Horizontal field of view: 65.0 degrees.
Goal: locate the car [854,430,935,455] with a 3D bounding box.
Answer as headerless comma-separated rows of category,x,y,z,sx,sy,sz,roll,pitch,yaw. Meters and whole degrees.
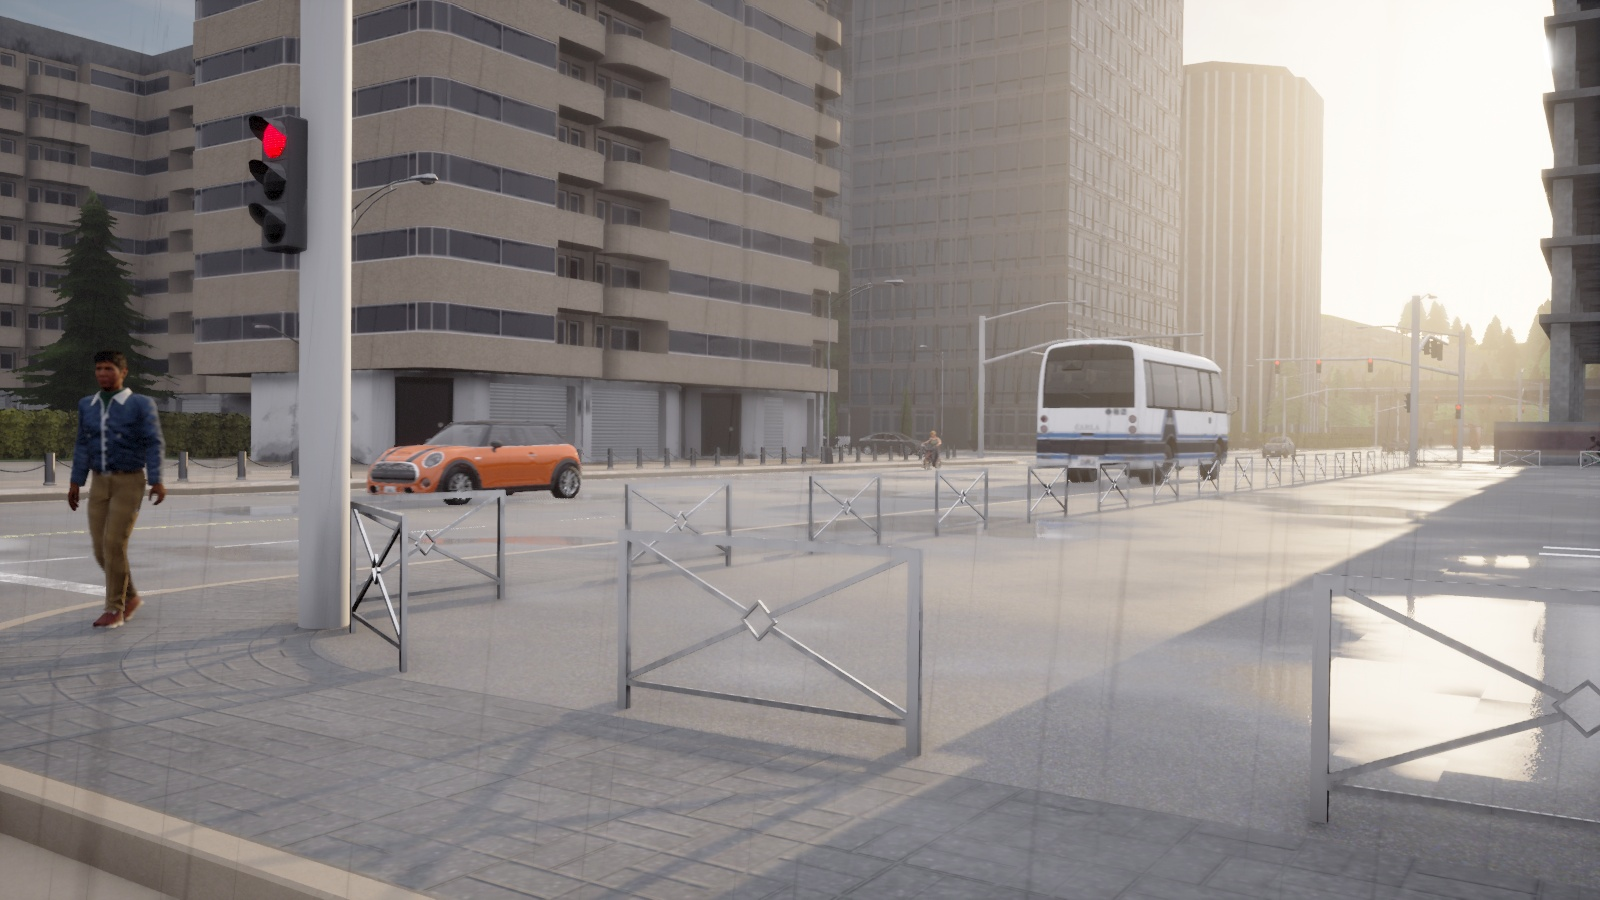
car,6.068,-0.474,80.617,4.892,1.490,1.837,0,1,33

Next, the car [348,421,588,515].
car,-6.725,0.296,25.949,2.097,1.767,4.553,0,1,33

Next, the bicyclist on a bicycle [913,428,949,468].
bicyclist on a bicycle,5.346,-0.079,51.129,0.866,1.612,1.509,0,1,33

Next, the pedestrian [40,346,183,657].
pedestrian,-4.513,0.318,8.273,0.423,1.949,0.788,0,1,7

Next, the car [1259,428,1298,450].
car,33.980,-0.779,89.108,1.845,1.501,3.633,0,1,33

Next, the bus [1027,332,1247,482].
bus,11.281,-1.307,40.966,3.944,4.253,10.273,0,1,33
